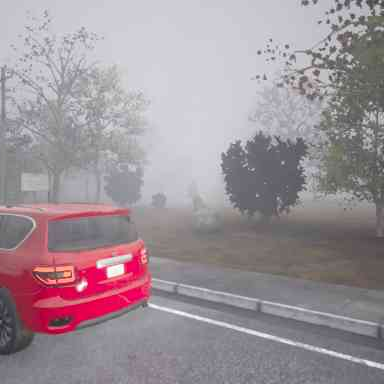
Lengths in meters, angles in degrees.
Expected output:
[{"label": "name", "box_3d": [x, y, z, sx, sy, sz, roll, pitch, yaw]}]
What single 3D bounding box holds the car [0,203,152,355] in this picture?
[{"label": "car", "box_3d": [-3.281, 1.221, 6.321, 5.566, 2.045, 2.150, 0, 0, 35]}]
